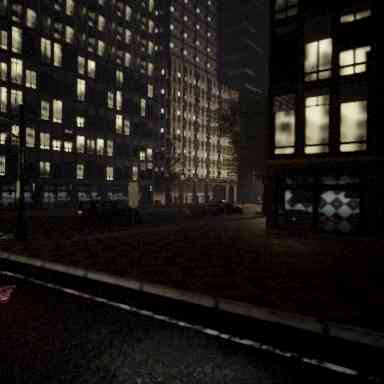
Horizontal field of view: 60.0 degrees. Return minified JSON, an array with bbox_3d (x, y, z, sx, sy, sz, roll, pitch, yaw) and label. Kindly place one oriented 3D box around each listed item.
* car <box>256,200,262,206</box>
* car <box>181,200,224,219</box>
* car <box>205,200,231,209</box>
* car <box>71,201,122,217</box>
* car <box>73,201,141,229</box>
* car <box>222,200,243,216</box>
[{"bbox_3d":[14.061,1.983,64.807,1.752,1.417,4.829,1,0,36],"label":"car"},{"bbox_3d":[0.884,1.834,32.905,1.752,1.417,4.829,1,0,36],"label":"car"},{"bbox_3d":[4.103,1.884,51.346,1.947,1.339,4.313,1,0,36],"label":"car"},{"bbox_3d":[-9.411,1.647,33.079,1.752,1.417,4.829,1,0,37],"label":"car"},{"bbox_3d":[-5.924,1.523,23.701,2.192,1.841,5.009,1,0,37],"label":"car"},{"bbox_3d":[4.136,1.938,37.303,1.802,1.307,4.206,1,0,36],"label":"car"}]
